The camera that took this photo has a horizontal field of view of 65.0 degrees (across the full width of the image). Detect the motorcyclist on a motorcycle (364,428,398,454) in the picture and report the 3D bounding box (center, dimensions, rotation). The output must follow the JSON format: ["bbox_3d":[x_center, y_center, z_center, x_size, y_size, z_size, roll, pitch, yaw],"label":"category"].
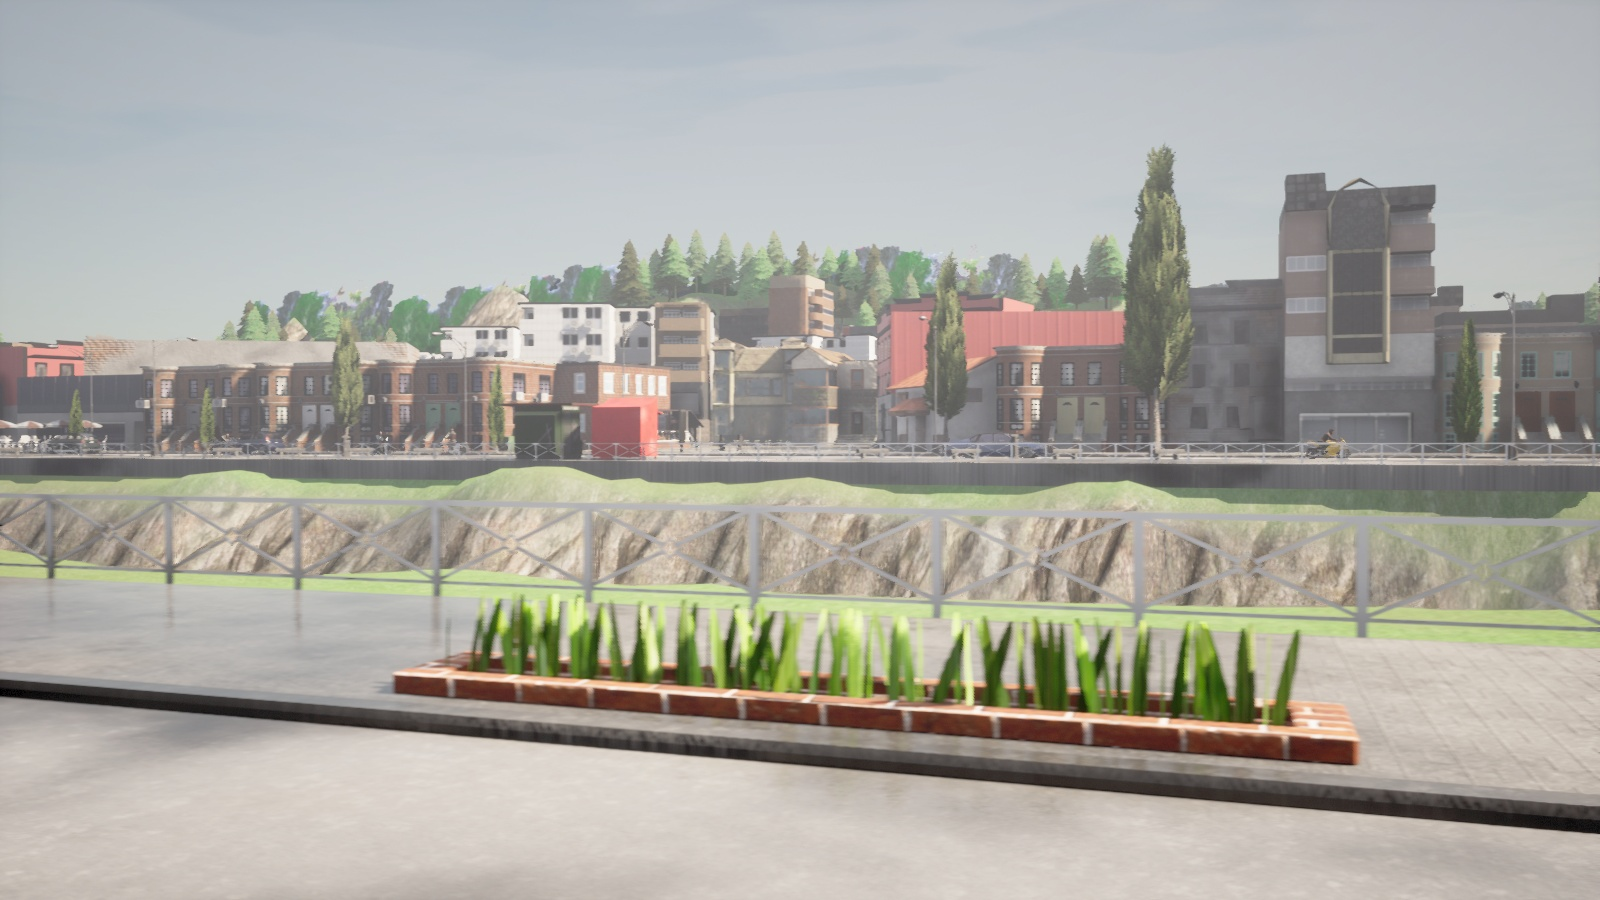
[{"bbox_3d":[-25.887,-0.559,77.523,1.817,1.590,0.866,1,1,19],"label":"motorcyclist on a motorcycle"}]

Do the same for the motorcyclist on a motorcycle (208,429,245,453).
[{"bbox_3d":[-37.147,-0.580,81.309,2.191,1.530,0.866,1,1,19],"label":"motorcyclist on a motorcycle"}]

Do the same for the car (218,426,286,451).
[{"bbox_3d":[-37.344,-0.786,85.591,3.988,1.617,1.851,1,1,19],"label":"car"}]

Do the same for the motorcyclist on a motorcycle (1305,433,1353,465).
[{"bbox_3d":[25.378,-0.061,60.293,2.044,1.523,0.797,1,1,19],"label":"motorcyclist on a motorcycle"}]

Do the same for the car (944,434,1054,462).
[{"bbox_3d":[10.346,-0.134,65.346,5.357,1.411,2.033,1,1,19],"label":"car"}]
